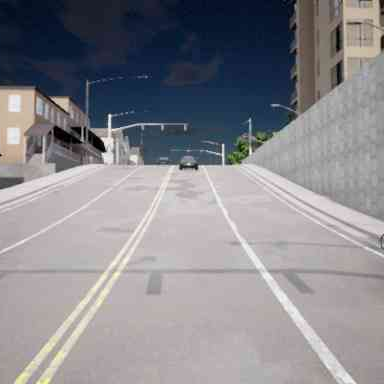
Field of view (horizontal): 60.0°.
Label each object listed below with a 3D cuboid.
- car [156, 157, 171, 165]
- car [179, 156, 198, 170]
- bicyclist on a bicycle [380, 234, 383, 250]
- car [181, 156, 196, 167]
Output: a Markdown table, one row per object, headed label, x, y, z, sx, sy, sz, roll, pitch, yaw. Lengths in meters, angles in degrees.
| label | x | y | z | sx | sy | sz | roll | pitch | yaw |
| --- | --- | --- | --- | --- | --- | --- | --- | --- | --- |
| car | -4.052 | -4.343 | 48.379 | 1.837 | 1.490 | 4.892 | 0 | 3 | -1 |
| car | -0.340 | -3.171 | 35.366 | 1.994 | 1.385 | 4.181 | 0 | 9 | 0 |
| bicyclist on a bicycle | 5.982 | 0.848 | 9.220 | 1.656 | 1.620 | 0.582 | -9 | 6 | 0 |
| car | -0.504 | -4.299 | 47.170 | 1.994 | 1.385 | 4.181 | 0 | 3 | 0 |
